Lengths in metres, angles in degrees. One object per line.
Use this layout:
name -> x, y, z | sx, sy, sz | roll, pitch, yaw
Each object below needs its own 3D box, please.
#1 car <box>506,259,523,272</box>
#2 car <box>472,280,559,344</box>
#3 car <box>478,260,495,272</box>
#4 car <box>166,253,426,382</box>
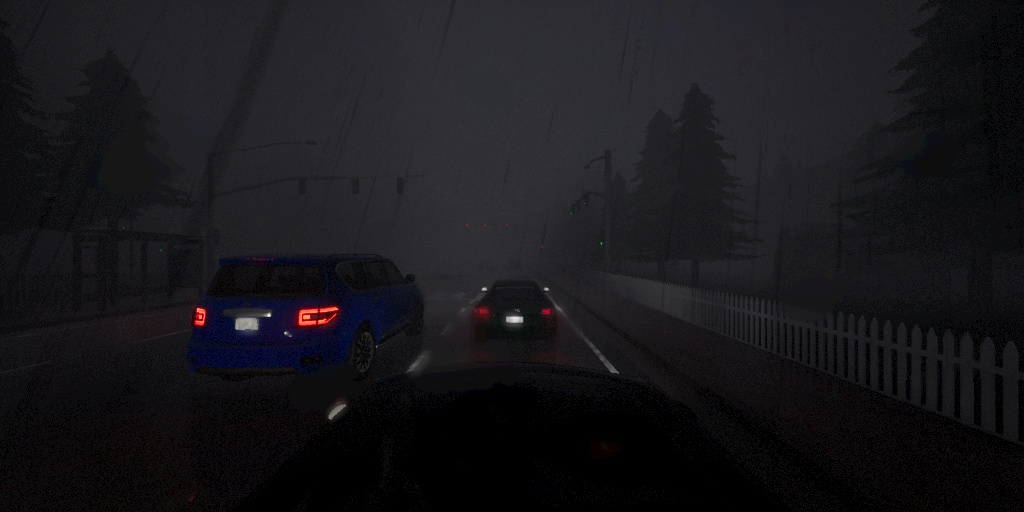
car -> 0.278, 1.102, 45.693 | 2.097, 1.767, 4.553 | 0, 0, 0
car -> 0.089, 1.314, 9.592 | 1.994, 1.385, 4.181 | 0, 0, 1
car -> -3.224, 1.242, 45.593 | 2.128, 1.511, 4.902 | 0, 0, 1
car -> -3.404, 0.972, 7.312 | 2.150, 2.045, 5.566 | 0, 0, 0
